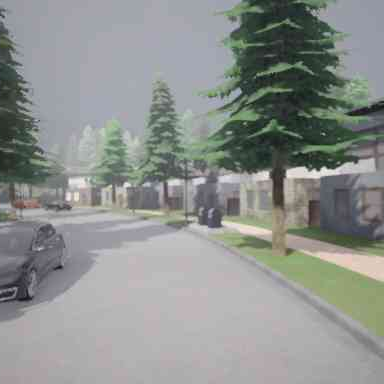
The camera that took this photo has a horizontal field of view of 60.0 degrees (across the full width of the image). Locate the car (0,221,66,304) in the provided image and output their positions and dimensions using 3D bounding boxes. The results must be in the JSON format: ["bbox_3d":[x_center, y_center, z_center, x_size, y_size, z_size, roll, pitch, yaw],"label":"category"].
[{"bbox_3d":[-4.474,1.543,8.320,1.837,1.490,4.892,0,0,-9],"label":"car"}]

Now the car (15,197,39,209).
[{"bbox_3d":[-24.496,1.566,48.718,4.553,1.767,2.097,0,0,35],"label":"car"}]

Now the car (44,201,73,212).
[{"bbox_3d":[-16.905,1.754,41.943,4.718,1.301,1.895,0,0,44],"label":"car"}]
